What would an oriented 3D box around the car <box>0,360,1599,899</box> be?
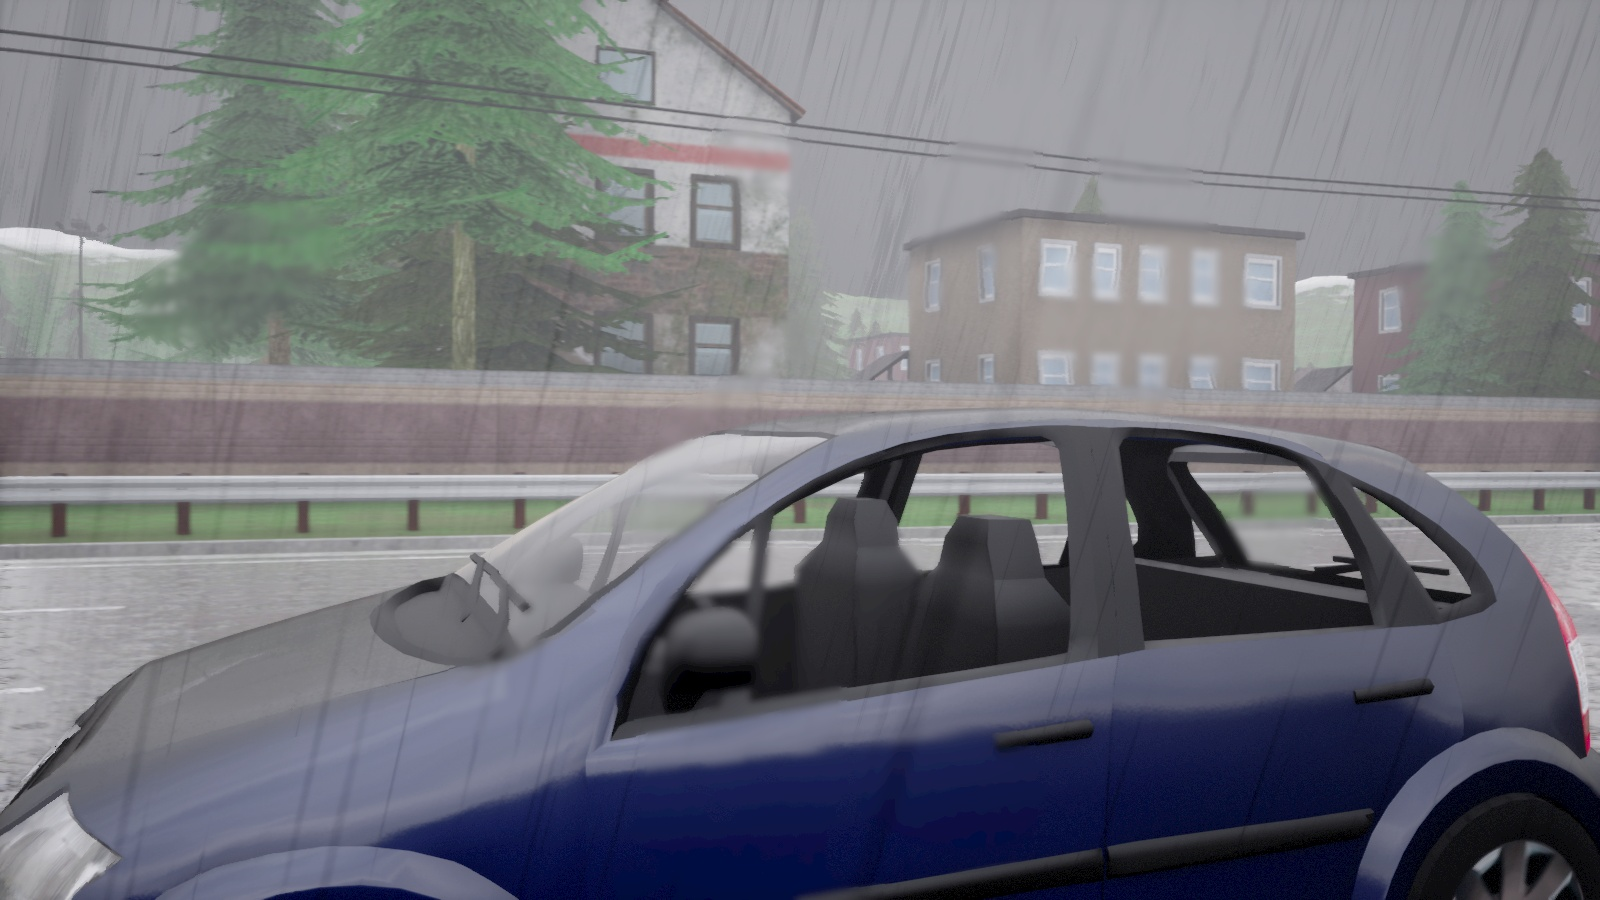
[{"bbox_3d":[0.121,0.641,3.284,3.988,1.617,1.851,-1,1,-21],"label":"car"}]
